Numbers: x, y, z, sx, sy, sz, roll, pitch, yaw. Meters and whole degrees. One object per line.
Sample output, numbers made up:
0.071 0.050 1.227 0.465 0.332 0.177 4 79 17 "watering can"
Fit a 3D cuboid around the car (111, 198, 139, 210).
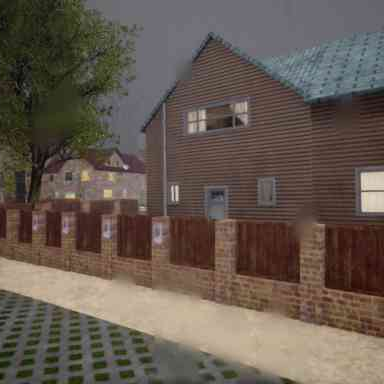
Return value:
-7.084 1.399 32.014 1.837 1.490 4.892 -1 1 29 "car"
